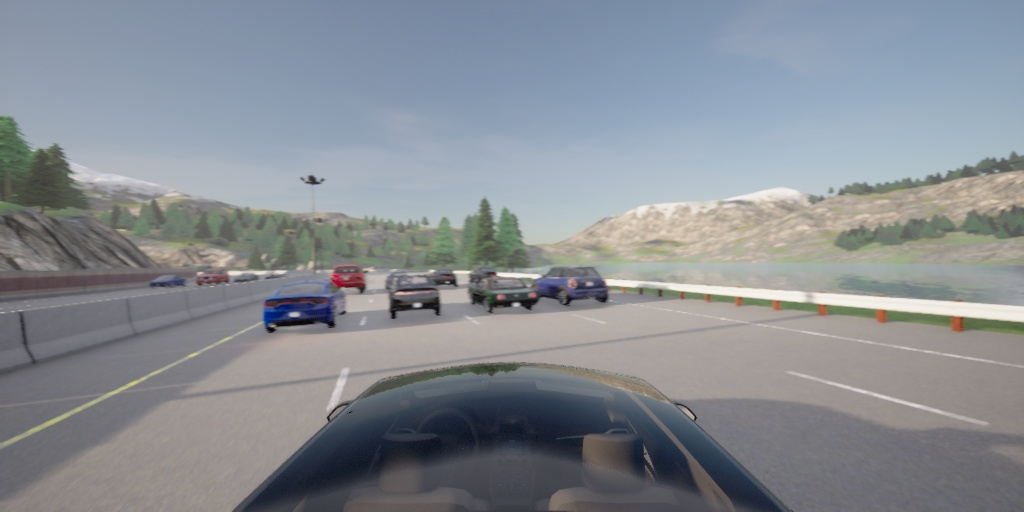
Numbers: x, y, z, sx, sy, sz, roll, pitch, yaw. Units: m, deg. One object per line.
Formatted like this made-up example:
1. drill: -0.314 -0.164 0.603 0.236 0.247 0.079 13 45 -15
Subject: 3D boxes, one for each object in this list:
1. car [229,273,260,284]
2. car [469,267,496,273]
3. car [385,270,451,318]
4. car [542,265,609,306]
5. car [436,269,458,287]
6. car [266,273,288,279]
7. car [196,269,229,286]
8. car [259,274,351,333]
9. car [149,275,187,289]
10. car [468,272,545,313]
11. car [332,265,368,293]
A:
1. car: -34.698 2.949 47.065 2.033 1.411 5.357 -1 -1 -23
2. car: -2.499 1.739 31.213 1.837 1.490 4.892 -1 0 -19
3. car: -4.062 1.542 14.698 2.128 1.511 4.902 -1 -1 -19
4. car: 2.558 1.238 16.957 2.097 1.767 4.553 -1 -1 -19
5. car: -5.792 1.820 30.030 1.837 1.490 4.892 -1 0 -19
6. car: -31.055 2.900 47.411 1.895 1.301 4.718 -1 -1 -23
7. car: -37.904 2.696 45.637 2.150 2.045 5.566 -1 -1 -23
8. car: -7.064 1.588 12.663 1.882 1.535 5.008 -1 -1 -19
9. car: -40.164 2.969 41.977 1.882 1.535 5.008 -1 -1 -22
10. car: -0.562 1.556 15.289 1.895 1.301 4.718 -1 -1 -19
11. car: -12.037 1.674 26.648 2.150 2.045 5.566 -1 -1 -19
